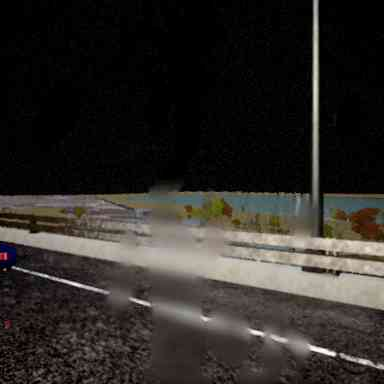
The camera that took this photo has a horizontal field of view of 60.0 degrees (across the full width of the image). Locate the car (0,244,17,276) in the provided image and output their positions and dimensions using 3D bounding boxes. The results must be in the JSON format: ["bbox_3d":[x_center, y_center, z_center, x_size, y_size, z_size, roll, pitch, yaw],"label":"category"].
[{"bbox_3d":[-6.726,1.586,8.849,4.718,1.301,1.895,0,0,36],"label":"car"}]
